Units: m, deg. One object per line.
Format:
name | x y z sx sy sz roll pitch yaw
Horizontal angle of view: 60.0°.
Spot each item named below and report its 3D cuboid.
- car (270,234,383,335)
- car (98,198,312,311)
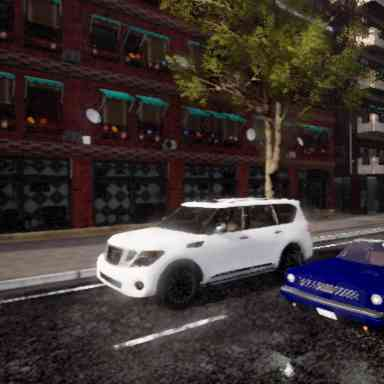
car | 3.889 1.567 6.443 4.718 1.301 1.895 0 0 -35
car | 0.618 1.195 8.110 5.566 2.045 2.150 -1 0 -35
